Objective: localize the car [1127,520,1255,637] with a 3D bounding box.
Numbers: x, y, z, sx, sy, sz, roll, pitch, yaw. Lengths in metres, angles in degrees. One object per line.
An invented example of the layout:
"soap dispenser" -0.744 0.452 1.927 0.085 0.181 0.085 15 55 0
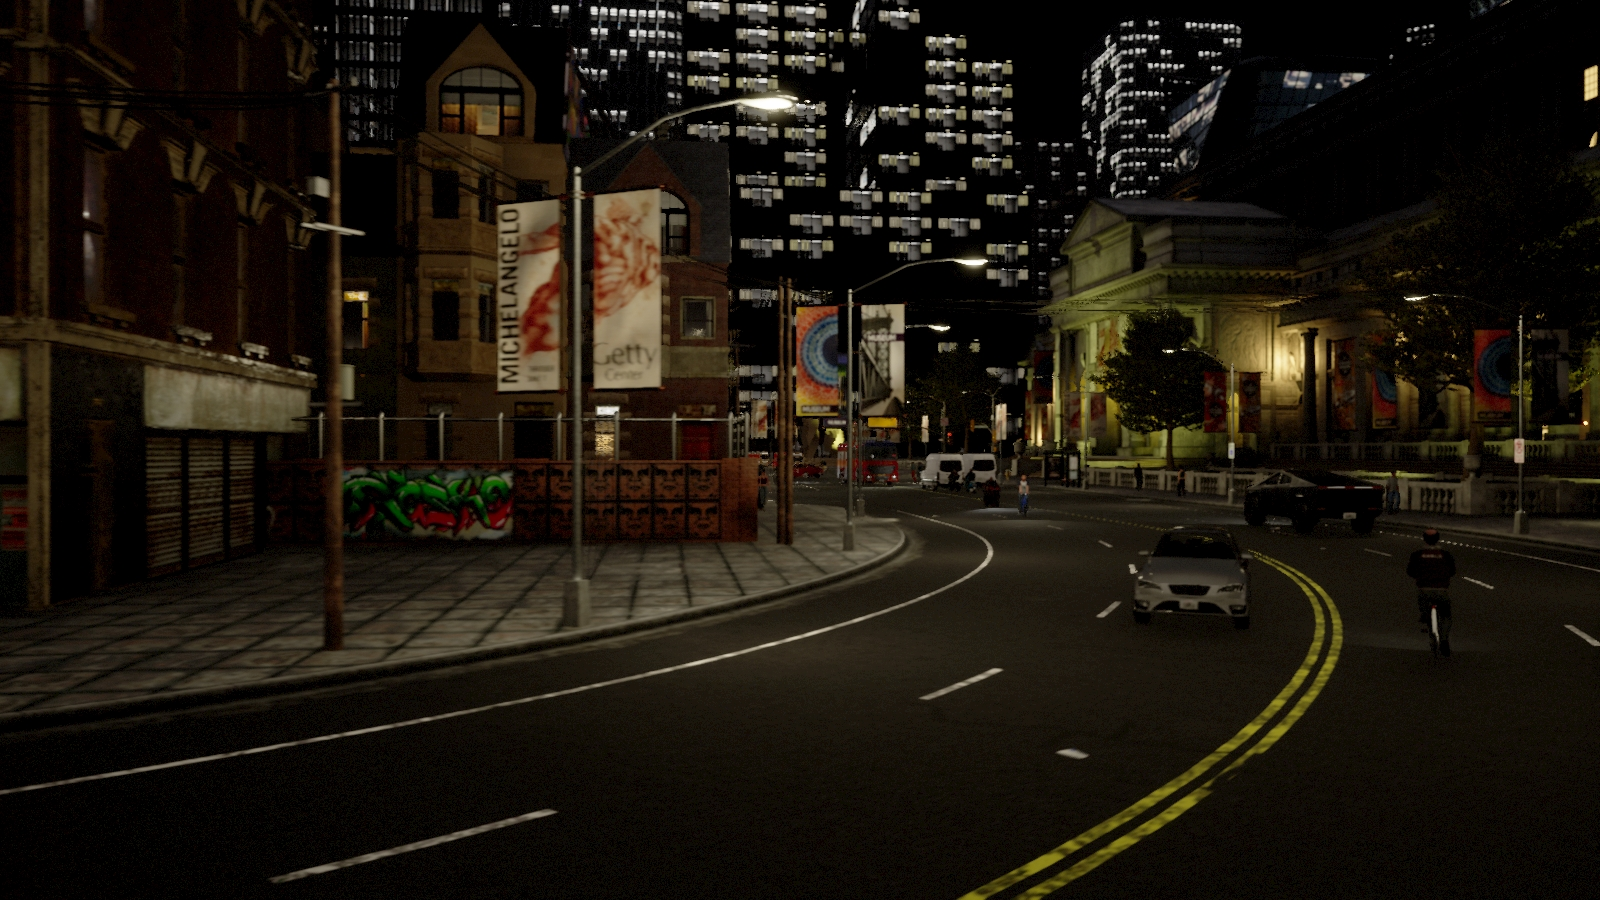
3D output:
"car" 6.740 2.069 19.433 1.816 1.474 4.193 0 0 22

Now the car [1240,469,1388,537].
"car" 17.726 1.760 39.883 2.390 2.098 6.274 0 0 0

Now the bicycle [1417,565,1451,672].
"bicycle" 8.467 2.212 15.281 0.329 1.171 1.835 -1 0 28
